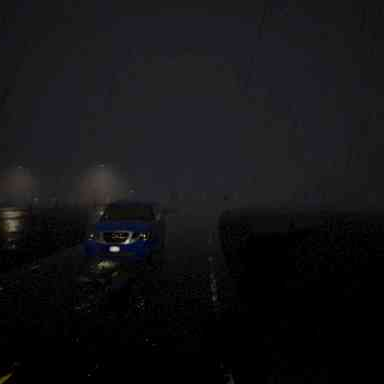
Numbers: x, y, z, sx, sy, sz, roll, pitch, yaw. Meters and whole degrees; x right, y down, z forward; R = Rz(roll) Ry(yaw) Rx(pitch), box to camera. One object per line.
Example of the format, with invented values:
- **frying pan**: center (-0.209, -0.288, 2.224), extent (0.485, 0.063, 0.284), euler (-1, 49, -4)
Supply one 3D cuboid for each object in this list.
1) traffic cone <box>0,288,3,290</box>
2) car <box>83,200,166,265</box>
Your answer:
- **traffic cone**: center (-4.704, 2.024, 7.843), extent (0.340, 0.580, 0.340), euler (0, -1, 2)
- **car**: center (-2.212, 1.333, 12.471), extent (2.150, 2.045, 5.566), euler (0, 0, 1)
